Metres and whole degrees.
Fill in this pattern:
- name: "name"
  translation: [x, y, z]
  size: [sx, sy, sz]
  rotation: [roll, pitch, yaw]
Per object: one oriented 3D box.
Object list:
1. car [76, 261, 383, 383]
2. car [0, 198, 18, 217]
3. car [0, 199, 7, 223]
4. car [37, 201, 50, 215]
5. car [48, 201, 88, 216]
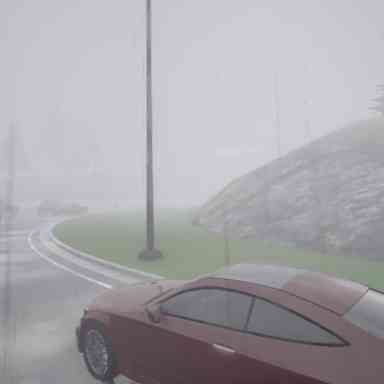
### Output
- name: "car"
  translation: [0.610, 1.550, 3.760]
  size: [4.674, 1.442, 1.812]
  rotation: [-1, -1, 39]
- name: "car"
  translation: [-20.673, 1.674, 34.974]
  size: [2.150, 2.045, 5.566]
  rotation: [-1, 0, 3]
- name: "car"
  translation: [-16.354, 1.696, 25.550]
  size: [2.097, 1.767, 4.553]
  rotation: [0, 0, -12]
- name: "car"
  translation: [-16.577, 1.809, 40.092]
  size: [2.097, 1.767, 4.553]
  rotation: [-1, -1, 8]
- name: "car"
  translation: [-13.585, 1.960, 37.499]
  size: [2.033, 1.411, 5.357]
  rotation: [-1, 0, 7]
